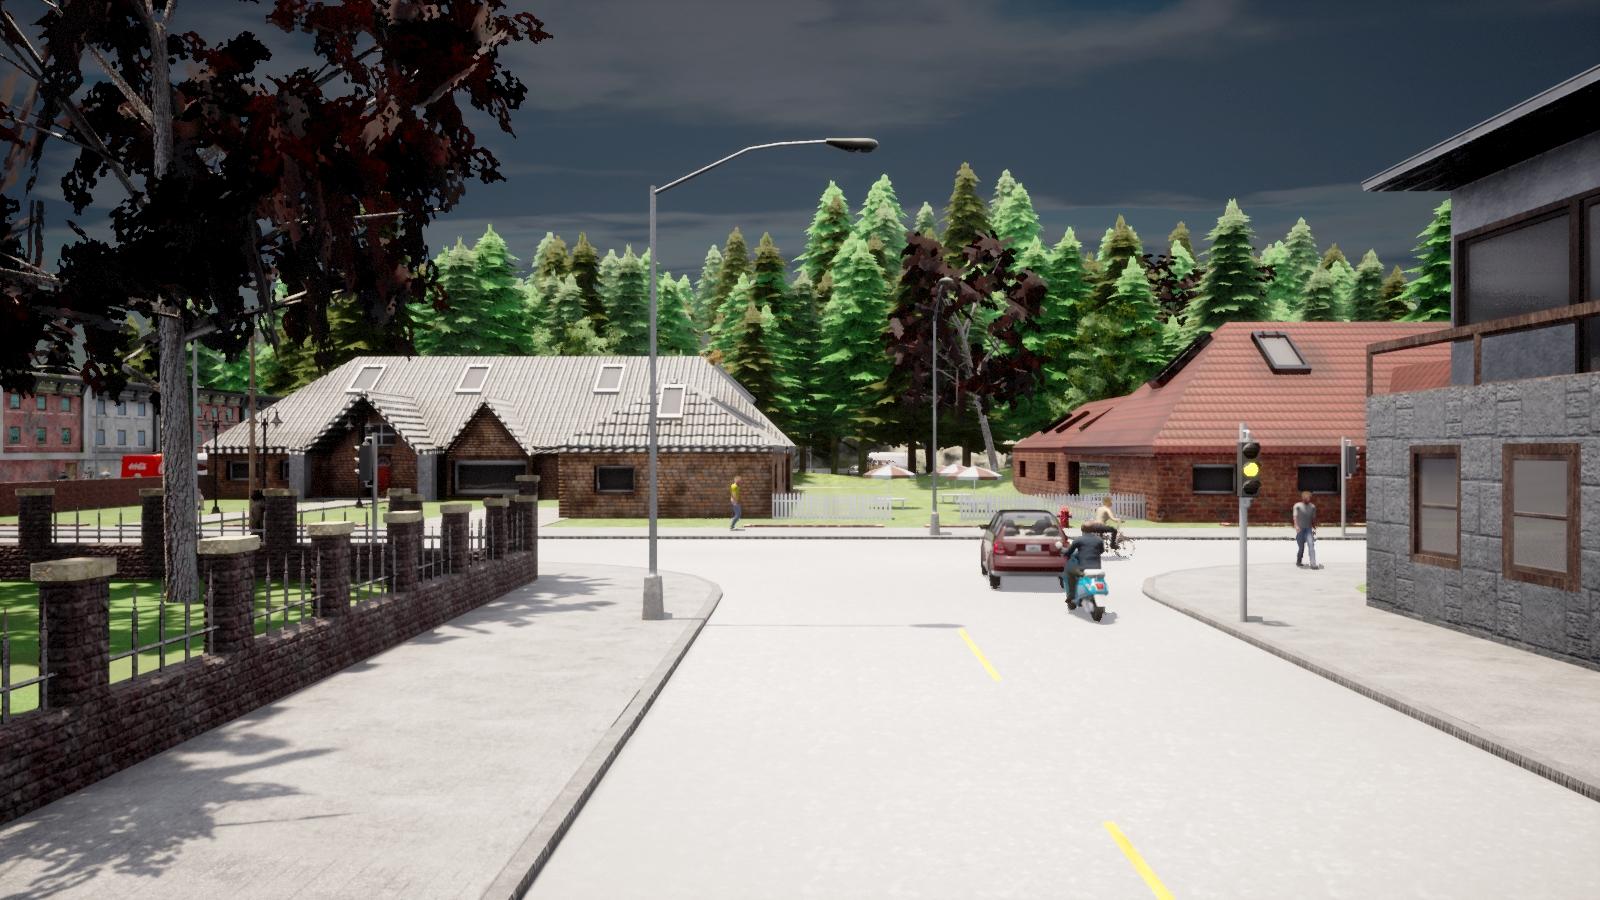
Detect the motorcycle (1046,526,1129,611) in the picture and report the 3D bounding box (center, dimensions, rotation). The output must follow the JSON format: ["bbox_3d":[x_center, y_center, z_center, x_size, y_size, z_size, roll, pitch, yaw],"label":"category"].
[{"bbox_3d":[4.813,1.961,19.253,0.856,1.236,1.805,0,1,-4],"label":"motorcycle"}]

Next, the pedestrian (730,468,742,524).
[{"bbox_3d":[-2.137,1.524,37.978,0.375,1.860,0.375,0,0,2],"label":"pedestrian"}]

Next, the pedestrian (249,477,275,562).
[{"bbox_3d":[-11.913,1.523,25.296,0.375,1.860,0.375,0,0,4],"label":"pedestrian"}]

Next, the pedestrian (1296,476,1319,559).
[{"bbox_3d":[11.525,1.518,25.942,0.375,1.860,0.375,0,0,2],"label":"pedestrian"}]

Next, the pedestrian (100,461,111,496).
[{"bbox_3d":[-37.073,1.524,60.991,0.375,1.860,0.375,0,0,1],"label":"pedestrian"}]

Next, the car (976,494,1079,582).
[{"bbox_3d":[4.797,1.811,24.517,1.789,1.549,3.705,0,1,5],"label":"car"}]

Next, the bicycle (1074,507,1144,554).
[{"bbox_3d":[7.888,2.037,29.154,1.487,1.080,0.859,0,1,-22],"label":"bicycle"}]
